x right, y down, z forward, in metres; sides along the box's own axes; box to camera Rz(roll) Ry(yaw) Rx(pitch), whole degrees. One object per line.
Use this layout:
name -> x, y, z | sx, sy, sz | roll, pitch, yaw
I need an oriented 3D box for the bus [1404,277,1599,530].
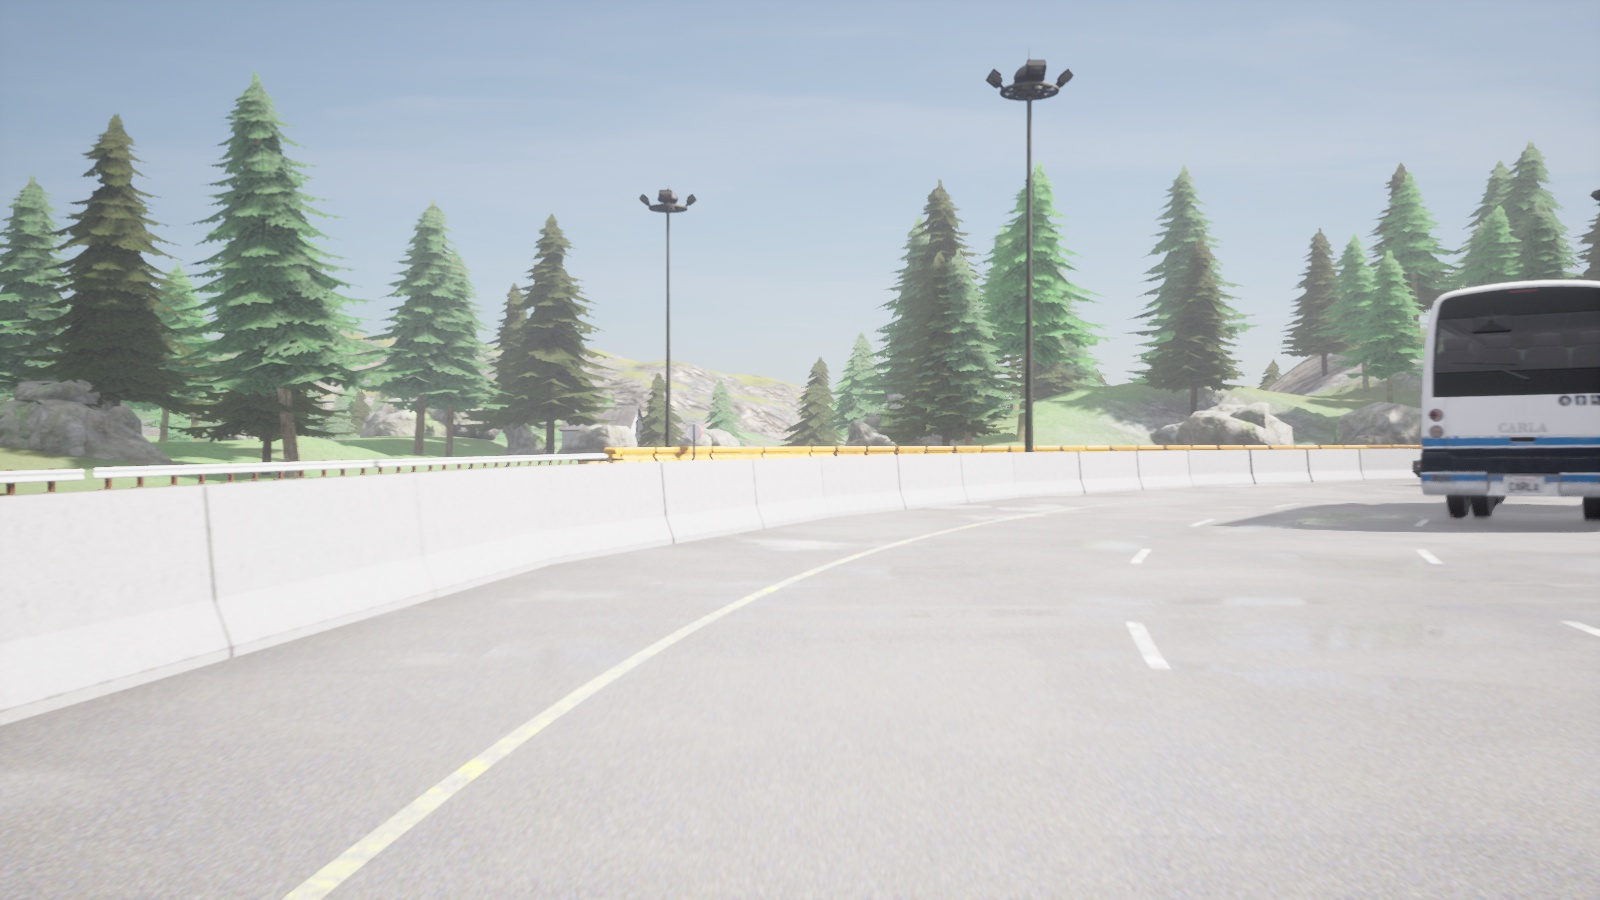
bus -> 15.514, -0.793, 25.882 | 3.944, 4.253, 10.273 | 0, 0, 35
